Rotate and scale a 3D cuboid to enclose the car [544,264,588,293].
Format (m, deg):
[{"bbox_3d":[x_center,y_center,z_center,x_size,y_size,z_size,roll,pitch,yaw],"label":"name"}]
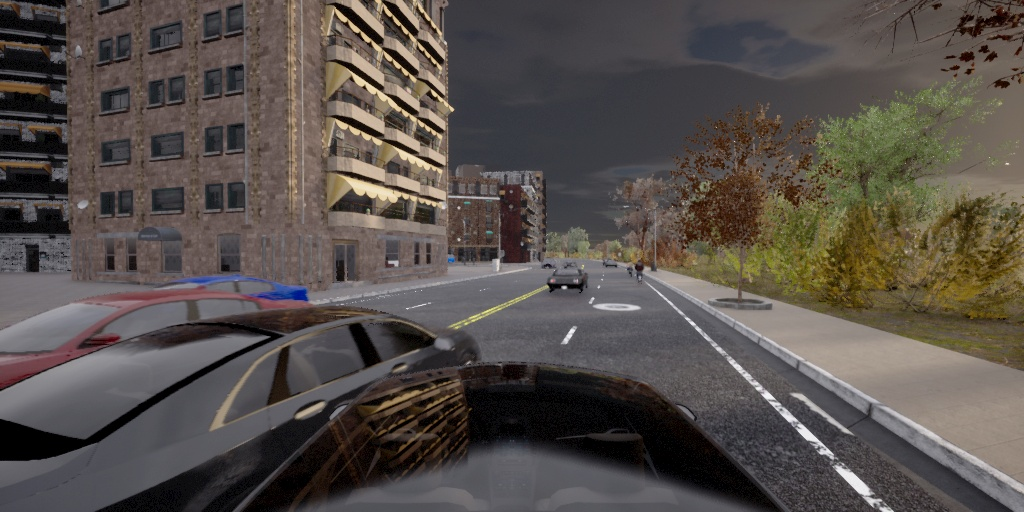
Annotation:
[{"bbox_3d":[3.377,1.346,20.899,1.895,1.301,4.718,0,0,16],"label":"car"}]

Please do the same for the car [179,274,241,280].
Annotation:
[{"bbox_3d":[-7.335,1.228,8.486,1.882,1.535,5.008,0,0,17],"label":"car"}]

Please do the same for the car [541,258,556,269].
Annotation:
[{"bbox_3d":[5.727,1.127,55.945,2.097,1.767,4.553,0,0,10],"label":"car"}]

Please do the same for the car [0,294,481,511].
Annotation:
[{"bbox_3d":[-1.884,1.254,3.532,1.837,1.490,4.892,0,0,18],"label":"car"}]

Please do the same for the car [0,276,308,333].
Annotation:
[{"bbox_3d":[-5.087,1.228,4.794,1.882,1.535,5.008,0,0,18],"label":"car"}]

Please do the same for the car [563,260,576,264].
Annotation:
[{"bbox_3d":[8.894,1.304,55.164,1.994,1.385,4.181,0,0,13],"label":"car"}]

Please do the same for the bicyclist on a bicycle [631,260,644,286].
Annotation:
[{"bbox_3d":[8.260,1.114,23.283,0.659,1.776,1.843,0,0,16],"label":"bicyclist on a bicycle"}]

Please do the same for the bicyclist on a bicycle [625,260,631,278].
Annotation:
[{"bbox_3d":[11.004,1.176,33.381,0.866,1.612,1.509,0,0,15],"label":"bicyclist on a bicycle"}]
